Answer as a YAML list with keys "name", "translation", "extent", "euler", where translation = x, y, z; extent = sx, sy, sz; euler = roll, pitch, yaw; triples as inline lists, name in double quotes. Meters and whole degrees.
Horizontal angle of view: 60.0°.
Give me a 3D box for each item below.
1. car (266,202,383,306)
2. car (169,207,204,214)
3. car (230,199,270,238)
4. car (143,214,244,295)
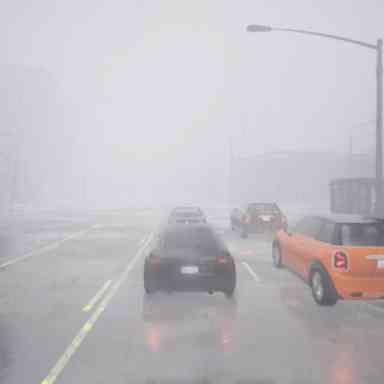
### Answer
- name: "car"
  translation: [3.434, 1.283, 8.043]
  extent: [2.097, 1.767, 4.553]
  euler: [0, 0, -1]
- name: "car"
  translation: [-0.296, 1.447, 18.003]
  extent: [1.895, 1.301, 4.718]
  euler: [0, 1, -2]
- name: "car"
  translation: [3.232, 1.207, 16.882]
  extent: [2.097, 1.767, 4.553]
  euler: [0, 0, -2]
- name: "car"
  translation: [-0.067, 1.490, 8.576]
  extent: [1.994, 1.385, 4.181]
  euler: [0, 1, -1]
